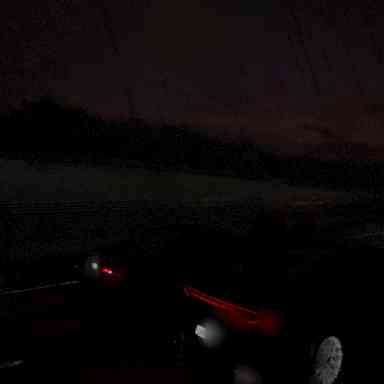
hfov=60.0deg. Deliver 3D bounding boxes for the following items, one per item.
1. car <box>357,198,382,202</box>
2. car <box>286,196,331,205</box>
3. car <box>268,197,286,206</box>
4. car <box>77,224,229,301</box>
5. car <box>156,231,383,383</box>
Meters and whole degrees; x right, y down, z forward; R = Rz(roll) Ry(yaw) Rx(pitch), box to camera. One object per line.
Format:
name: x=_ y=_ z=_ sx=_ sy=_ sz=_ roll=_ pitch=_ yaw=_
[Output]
car: x=18.272 y=1.321 z=34.322 sx=5.357 sy=1.411 sz=2.033 roll=0 pitch=0 yaw=-36
car: x=12.380 y=1.280 z=34.365 sx=5.008 sy=1.535 sz=1.882 roll=0 pitch=0 yaw=-36
car: x=10.687 y=1.276 z=37.462 sx=5.008 sy=1.535 sz=1.882 roll=0 pitch=0 yaw=-36
car: x=0.092 y=1.514 z=8.107 sx=5.357 sy=1.411 sz=2.033 roll=-1 pitch=0 yaw=-35
car: x=2.135 y=1.444 z=5.265 sx=5.008 sy=1.535 sz=1.882 roll=-1 pitch=0 yaw=-35
